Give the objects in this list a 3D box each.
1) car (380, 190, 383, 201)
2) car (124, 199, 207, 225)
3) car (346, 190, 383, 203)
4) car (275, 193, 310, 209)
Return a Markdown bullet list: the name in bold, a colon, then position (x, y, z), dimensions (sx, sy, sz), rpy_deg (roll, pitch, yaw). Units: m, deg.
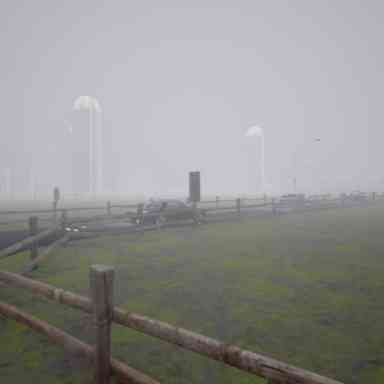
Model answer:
- **car**: position (28.354, 0.404, 46.836), dimensions (4.892, 1.490, 1.837), rpy_deg (-1, 0, -42)
- **car**: position (-1.305, 1.263, 19.749), dimensions (4.718, 1.301, 1.895), rpy_deg (-1, 0, -42)
- **car**: position (21.096, 0.632, 40.143), dimensions (5.357, 1.411, 2.033), rpy_deg (-1, 0, -42)
- **car**: position (10.341, 0.858, 34.238), dimensions (4.892, 1.490, 1.837), rpy_deg (-2, 0, -42)
